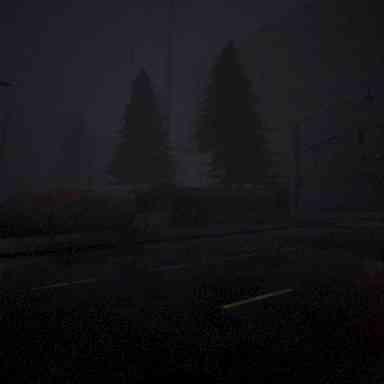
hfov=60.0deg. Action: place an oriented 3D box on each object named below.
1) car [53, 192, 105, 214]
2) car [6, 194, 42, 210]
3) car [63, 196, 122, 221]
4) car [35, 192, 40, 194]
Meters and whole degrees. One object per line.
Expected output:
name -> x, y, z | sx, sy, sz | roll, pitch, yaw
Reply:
car -> -9.548, 1.160, 29.806 | 4.605, 1.855, 1.932 | 0, 0, -35
car -> -24.655, 1.385, 48.337 | 4.193, 1.474, 1.816 | 0, 0, -35
car -> -7.513, 1.329, 25.761 | 3.988, 1.617, 1.851 | 0, 0, -35
car -> -25.940, 1.195, 50.855 | 3.866, 1.878, 1.905 | 0, 0, -35
